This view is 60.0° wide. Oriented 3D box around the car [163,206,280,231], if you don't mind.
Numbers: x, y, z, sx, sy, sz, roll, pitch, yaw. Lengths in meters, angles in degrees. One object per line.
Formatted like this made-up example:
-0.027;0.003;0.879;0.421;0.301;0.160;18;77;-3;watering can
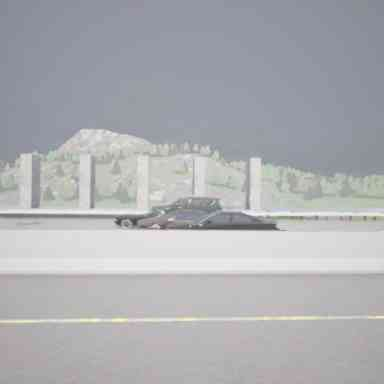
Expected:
1.359;1.599;14.932;5.008;1.535;1.882;1;0;-3;car

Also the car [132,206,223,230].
-0.354;1.676;18.338;5.357;1.411;2.033;1;0;-3;car

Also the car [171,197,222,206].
-0.353;1.402;25.353;5.566;2.045;2.150;1;0;-3;car

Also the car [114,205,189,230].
-2.609;1.730;21.720;4.718;1.301;1.895;1;0;-3;car
